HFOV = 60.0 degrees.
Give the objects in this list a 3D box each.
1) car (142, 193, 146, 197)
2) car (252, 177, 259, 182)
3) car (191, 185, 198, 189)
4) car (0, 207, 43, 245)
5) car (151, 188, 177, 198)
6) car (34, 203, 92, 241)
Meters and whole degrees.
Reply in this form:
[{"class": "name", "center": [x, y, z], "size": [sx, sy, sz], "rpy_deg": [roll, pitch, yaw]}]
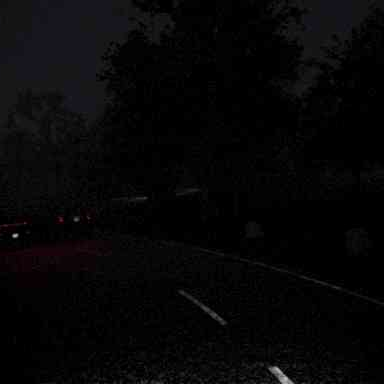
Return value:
[{"class": "car", "center": [-6.749, -0.188, 57.472], "size": [2.097, 1.767, 4.553], "rpy_deg": [-1, 5, 30]}, {"class": "car", "center": [15.488, -3.270, 84.015], "size": [2.128, 1.511, 4.902], "rpy_deg": [-1, 5, 33]}, {"class": "car", "center": [1.731, -1.632, 70.515], "size": [2.097, 1.767, 4.553], "rpy_deg": [-1, 5, 35]}, {"class": "car", "center": [-9.085, 1.539, 14.473], "size": [4.902, 1.511, 2.128], "rpy_deg": [-1, 0, 32]}, {"class": "car", "center": [-4.287, 0.053, 54.401], "size": [2.128, 1.511, 4.902], "rpy_deg": [-1, 5, 29]}, {"class": "car", "center": [-7.311, 1.364, 17.059], "size": [4.553, 1.767, 2.097], "rpy_deg": [-1, 1, 33]}]
